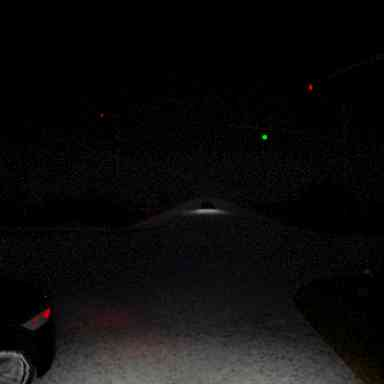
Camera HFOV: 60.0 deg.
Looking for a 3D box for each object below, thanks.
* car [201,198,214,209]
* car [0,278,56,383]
[{"bbox_3d":[2.321,1.921,50.112,1.895,1.301,4.718,0,0,3],"label":"car"},{"bbox_3d":[-3.679,1.594,3.432,4.181,1.385,1.994,-1,1,-35],"label":"car"}]
